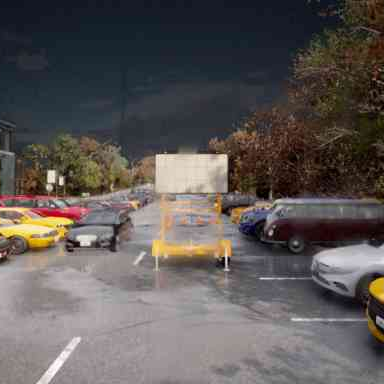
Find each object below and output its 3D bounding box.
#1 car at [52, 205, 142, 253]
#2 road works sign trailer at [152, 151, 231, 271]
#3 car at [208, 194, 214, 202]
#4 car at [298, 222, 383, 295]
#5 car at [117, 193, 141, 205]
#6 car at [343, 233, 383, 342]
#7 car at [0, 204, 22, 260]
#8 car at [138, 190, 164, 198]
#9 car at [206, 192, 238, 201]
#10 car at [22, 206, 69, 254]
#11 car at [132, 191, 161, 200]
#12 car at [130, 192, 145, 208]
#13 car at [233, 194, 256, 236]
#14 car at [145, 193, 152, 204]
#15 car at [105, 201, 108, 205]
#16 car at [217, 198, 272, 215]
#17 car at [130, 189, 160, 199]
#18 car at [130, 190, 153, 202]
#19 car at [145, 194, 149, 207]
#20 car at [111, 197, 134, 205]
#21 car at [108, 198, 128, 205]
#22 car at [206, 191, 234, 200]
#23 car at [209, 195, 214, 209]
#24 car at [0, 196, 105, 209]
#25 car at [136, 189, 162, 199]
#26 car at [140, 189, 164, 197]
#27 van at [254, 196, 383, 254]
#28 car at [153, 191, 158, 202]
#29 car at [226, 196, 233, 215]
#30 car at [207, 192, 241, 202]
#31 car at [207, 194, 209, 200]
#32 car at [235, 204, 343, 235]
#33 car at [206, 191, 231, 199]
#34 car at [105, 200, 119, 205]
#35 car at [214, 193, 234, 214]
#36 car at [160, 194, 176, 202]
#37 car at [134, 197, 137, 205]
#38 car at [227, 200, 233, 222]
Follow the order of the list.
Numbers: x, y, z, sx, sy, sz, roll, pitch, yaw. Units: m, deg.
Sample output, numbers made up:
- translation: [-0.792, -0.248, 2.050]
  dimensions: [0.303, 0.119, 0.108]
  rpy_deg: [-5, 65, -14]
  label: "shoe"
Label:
- translation: [-3.616, 1.493, 13.748]
  dimensions: [2.128, 1.511, 4.902]
  rpy_deg: [0, 0, 0]
  label: "car"
- translation: [-0.014, 0.466, 10.894]
  dimensions: [2.380, 3.560, 2.880]
  rpy_deg: [0, 0, 0]
  label: "road works sign trailer"
- translation: [4.979, 1.210, 43.468]
  dimensions: [4.892, 1.521, 2.231]
  rpy_deg: [0, 2, 0]
  label: "car"
- translation: [5.034, 1.522, 7.242]
  dimensions: [4.674, 1.452, 2.002]
  rpy_deg: [0, 0, 0]
  label: "car"
- translation: [-8.053, 1.249, 35.045]
  dimensions: [4.553, 1.767, 2.185]
  rpy_deg: [0, 1, 0]
  label: "car"
- translation: [5.040, 1.481, 4.457]
  dimensions: [5.008, 1.535, 2.097]
  rpy_deg: [0, 0, 0]
  label: "car"
- translation: [-8.084, 1.356, 10.100]
  dimensions: [4.553, 1.767, 2.185]
  rpy_deg: [0, 0, 0]
  label: "car"
- translation: [-8.094, 0.393, 65.683]
  dimensions: [4.792, 1.488, 2.163]
  rpy_deg: [0, 3, 0]
  label: "car"
- translation: [5.153, 0.749, 57.411]
  dimensions: [5.366, 1.575, 1.946]
  rpy_deg: [0, 2, 0]
  label: "car"
- translation: [-7.870, 1.478, 12.759]
  dimensions: [5.366, 1.575, 1.946]
  rpy_deg: [0, 0, 0]
  label: "car"
- translation: [-8.121, 0.633, 60.122]
  dimensions: [5.008, 1.535, 2.097]
  rpy_deg: [0, 2, 0]
  label: "car"
- translation: [-8.057, 1.204, 37.824]
  dimensions: [4.553, 1.767, 2.185]
  rpy_deg: [0, 1, 0]
  label: "car"
- translation: [4.992, 1.230, 15.597]
  dimensions: [5.566, 2.045, 2.435]
  rpy_deg: [0, 0, 0]
  label: "car"
- translation: [-8.124, 1.240, 43.401]
  dimensions: [4.792, 1.488, 2.163]
  rpy_deg: [0, 1, 0]
  label: "car"
- translation: [-8.069, 1.520, 21.108]
  dimensions: [4.674, 1.452, 2.002]
  rpy_deg: [0, 0, 0]
  label: "car"
- translation: [5.004, 1.410, 32.446]
  dimensions: [5.008, 1.535, 2.097]
  rpy_deg: [0, 1, 0]
  label: "car"
- translation: [-8.084, 0.504, 57.321]
  dimensions: [5.566, 2.045, 2.435]
  rpy_deg: [0, 2, 0]
  label: "car"
- translation: [-8.130, 1.013, 46.184]
  dimensions: [4.553, 1.767, 2.185]
  rpy_deg: [0, 2, 0]
  label: "car"
- translation: [-8.062, 1.304, 40.614]
  dimensions: [4.792, 1.488, 2.163]
  rpy_deg: [0, 1, 0]
  label: "car"
- translation: [-8.083, 1.441, 29.470]
  dimensions: [5.008, 1.535, 2.097]
  rpy_deg: [0, 1, 0]
  label: "car"
- translation: [-8.079, 1.462, 26.681]
  dimensions: [5.008, 1.535, 2.097]
  rpy_deg: [0, 0, 0]
  label: "car"
- translation: [4.992, 0.659, 60.202]
  dimensions: [4.792, 1.488, 2.163]
  rpy_deg: [0, 3, 0]
  label: "car"
- translation: [4.810, 1.369, 35.235]
  dimensions: [5.366, 1.575, 1.946]
  rpy_deg: [0, 1, 0]
  label: "car"
- translation: [-8.035, 1.229, 18.325]
  dimensions: [5.566, 2.045, 2.435]
  rpy_deg: [0, 0, 0]
  label: "car"
- translation: [-8.088, 0.376, 62.893]
  dimensions: [4.553, 1.767, 2.185]
  rpy_deg: [0, 3, 0]
  label: "car"
- translation: [-8.156, 0.254, 68.463]
  dimensions: [4.792, 1.488, 2.163]
  rpy_deg: [0, 3, 0]
  label: "car"
- translation: [4.908, 1.255, 12.811]
  dimensions: [4.442, 1.987, 1.878]
  rpy_deg: [0, 0, 0]
  label: "van"
- translation: [-8.135, 0.999, 51.768]
  dimensions: [4.792, 1.488, 2.163]
  rpy_deg: [0, 2, 0]
  label: "car"
- translation: [5.041, 1.349, 24.075]
  dimensions: [4.553, 1.767, 2.185]
  rpy_deg: [0, 0, 0]
  label: "car"
- translation: [5.156, 0.862, 54.618]
  dimensions: [5.366, 1.575, 1.946]
  rpy_deg: [0, 2, 0]
  label: "car"
- translation: [4.976, 1.134, 46.385]
  dimensions: [5.008, 1.535, 2.097]
  rpy_deg: [0, 2, 0]
  label: "car"
- translation: [5.202, 1.478, 18.382]
  dimensions: [5.366, 1.575, 1.946]
  rpy_deg: [0, 0, 0]
  label: "car"
- translation: [4.963, 0.532, 63.111]
  dimensions: [4.674, 1.452, 2.002]
  rpy_deg: [0, 3, 0]
  label: "car"
- translation: [-8.099, 1.505, 23.894]
  dimensions: [4.792, 1.488, 2.163]
  rpy_deg: [0, 0, 0]
  label: "car"
- translation: [5.031, 1.189, 29.655]
  dimensions: [5.566, 2.045, 2.435]
  rpy_deg: [0, 1, 0]
  label: "car"
- translation: [-3.659, 0.976, 53.893]
  dimensions: [1.994, 1.385, 4.181]
  rpy_deg: [0, 2, 0]
  label: "car"
- translation: [-8.078, 1.452, 32.260]
  dimensions: [4.674, 1.452, 2.002]
  rpy_deg: [0, 0, 0]
  label: "car"
- translation: [5.008, 1.480, 21.290]
  dimensions: [5.008, 1.535, 2.097]
  rpy_deg: [0, 0, 0]
  label: "car"
